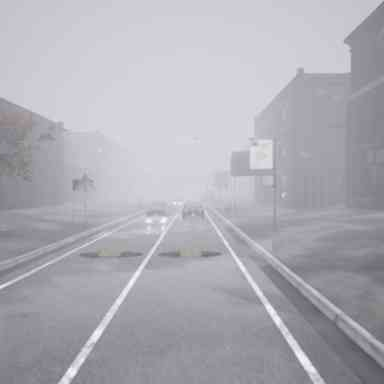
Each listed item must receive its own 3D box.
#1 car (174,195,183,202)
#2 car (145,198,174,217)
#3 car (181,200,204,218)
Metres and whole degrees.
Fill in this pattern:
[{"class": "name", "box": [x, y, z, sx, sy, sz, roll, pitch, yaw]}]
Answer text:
[{"class": "car", "box": [-3.012, 1.333, 71.582, 2.128, 1.511, 4.902, 0, 0, 0]}, {"class": "car", "box": [-3.103, 1.539, 30.943, 2.033, 1.411, 5.357, 0, 0, 0]}, {"class": "car", "box": [0.095, 1.594, 29.912, 1.895, 1.301, 4.718, 0, 0, 0]}]
